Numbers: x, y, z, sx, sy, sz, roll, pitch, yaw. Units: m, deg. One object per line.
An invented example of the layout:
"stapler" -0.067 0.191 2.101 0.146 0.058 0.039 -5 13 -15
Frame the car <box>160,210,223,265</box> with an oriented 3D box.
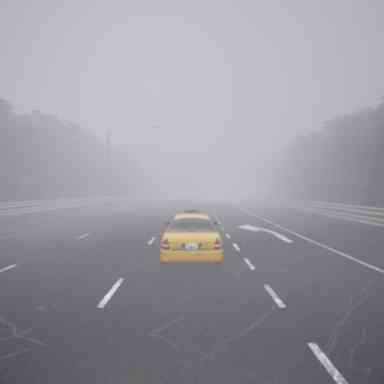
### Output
"car" -0.018 1.368 11.247 1.801 1.575 5.366 0 1 0
